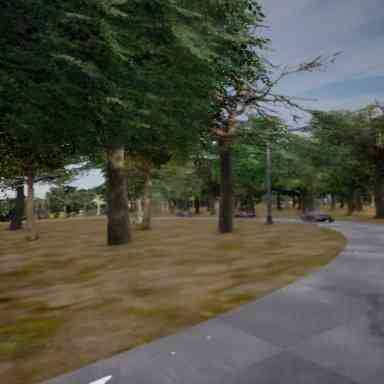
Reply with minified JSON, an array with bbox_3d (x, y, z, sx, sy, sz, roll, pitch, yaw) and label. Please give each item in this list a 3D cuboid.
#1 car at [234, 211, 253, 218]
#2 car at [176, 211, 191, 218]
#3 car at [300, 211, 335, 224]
[{"bbox_3d":[9.045,4.064,60.297,1.994,1.385,4.181,0,-3,-30],"label":"car"},{"bbox_3d":[-2.165,5.327,79.000,2.128,1.511,4.902,0,-4,-31],"label":"car"},{"bbox_3d":[13.691,2.749,36.659,2.033,1.411,5.357,-1,-3,-3],"label":"car"}]
